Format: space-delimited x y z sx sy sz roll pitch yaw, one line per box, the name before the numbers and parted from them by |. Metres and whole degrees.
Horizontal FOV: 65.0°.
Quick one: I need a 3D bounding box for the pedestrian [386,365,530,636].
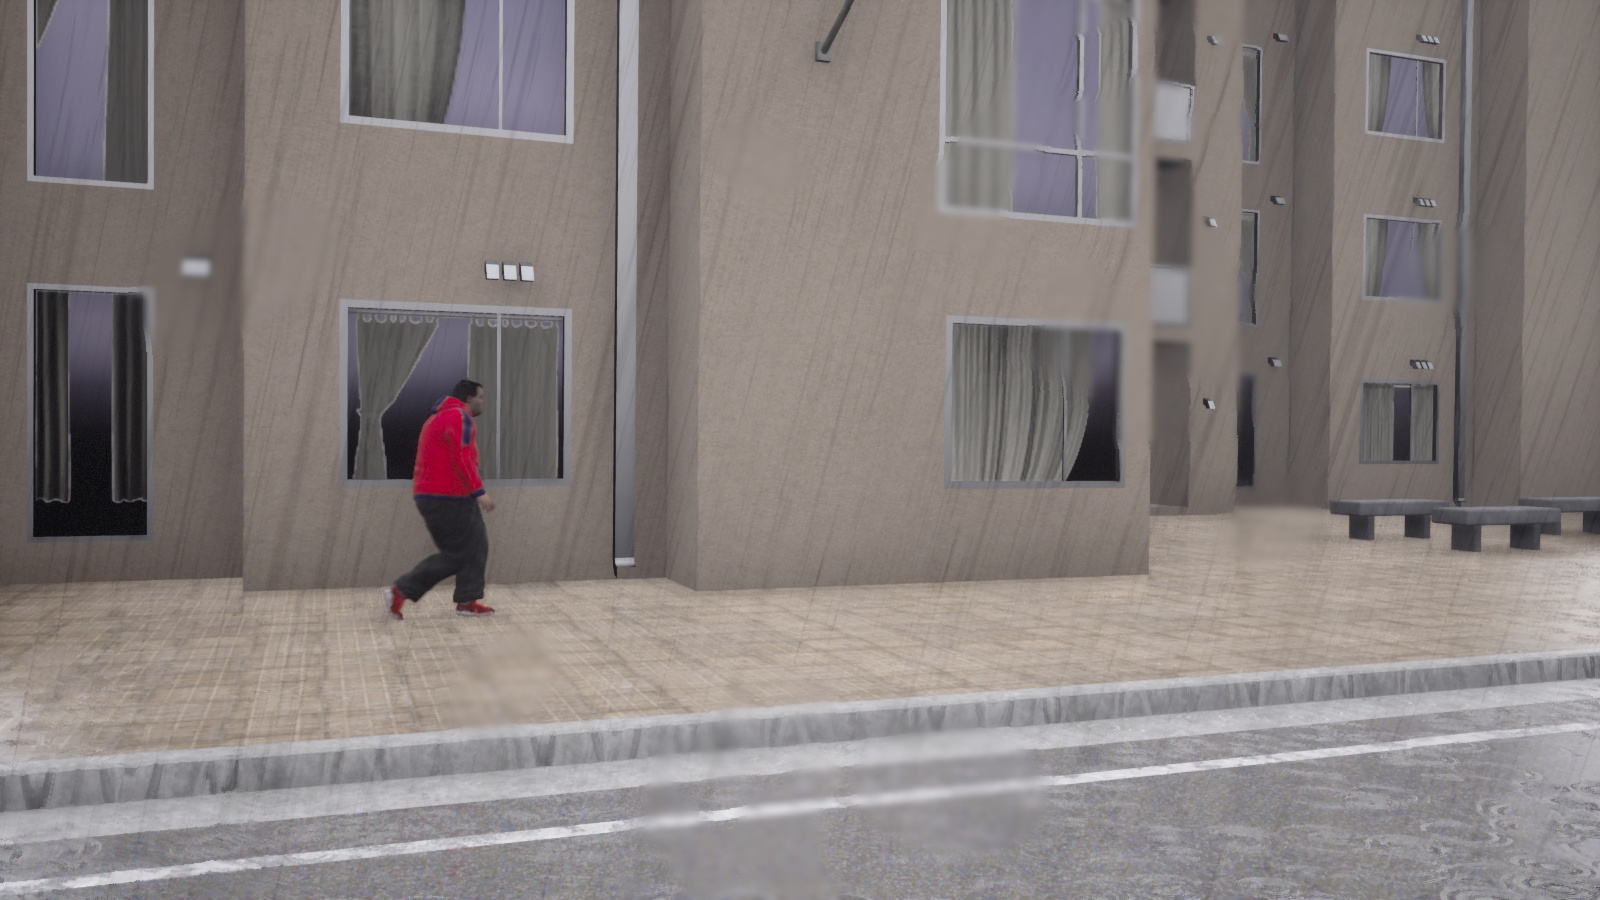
pedestrian | -2.458 0.337 9.009 0.899 1.844 0.634 -1 1 -22
